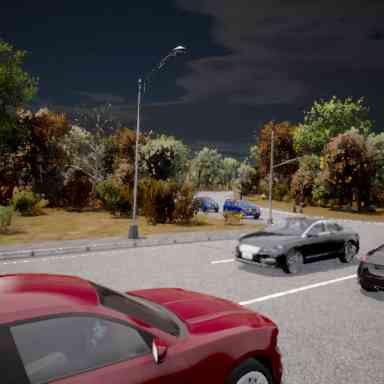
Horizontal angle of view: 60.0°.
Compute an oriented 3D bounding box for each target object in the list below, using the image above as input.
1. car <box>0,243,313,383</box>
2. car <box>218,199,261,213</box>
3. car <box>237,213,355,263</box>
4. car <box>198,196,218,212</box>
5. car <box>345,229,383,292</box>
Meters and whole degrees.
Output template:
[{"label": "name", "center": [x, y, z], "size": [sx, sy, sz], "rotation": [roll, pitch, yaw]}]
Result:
[{"label": "car", "center": [-1.334, 1.479, 2.794], "size": [5.008, 1.535, 1.882], "rotation": [0, 0, -36]}, {"label": "car", "center": [5.447, 1.849, 37.170], "size": [2.150, 2.045, 5.566], "rotation": [3, -1, -22]}, {"label": "car", "center": [3.560, 1.589, 10.859], "size": [4.902, 1.511, 2.128], "rotation": [1, -1, -36]}, {"label": "car", "center": [1.942, 1.696, 46.767], "size": [2.150, 2.045, 5.566], "rotation": [3, 1, -18]}, {"label": "car", "center": [5.815, 1.666, 7.949], "size": [4.181, 1.385, 1.994], "rotation": [1, -1, -35]}]
